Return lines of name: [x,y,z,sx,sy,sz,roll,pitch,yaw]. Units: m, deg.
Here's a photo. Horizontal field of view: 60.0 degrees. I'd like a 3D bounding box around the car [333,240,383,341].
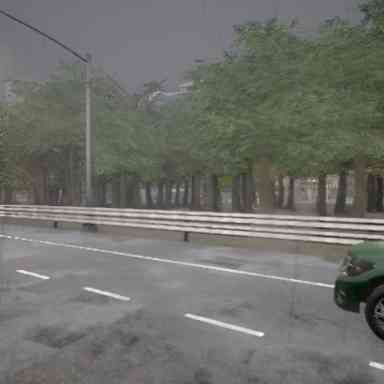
car: [5.005,1.224,4.598,5.566,2.045,2.150,0,0,35]
